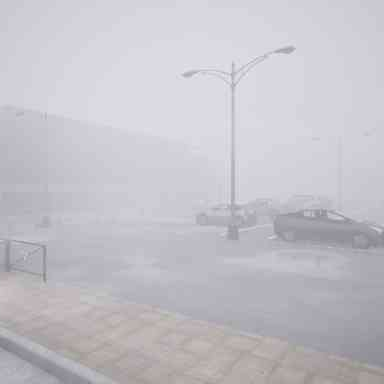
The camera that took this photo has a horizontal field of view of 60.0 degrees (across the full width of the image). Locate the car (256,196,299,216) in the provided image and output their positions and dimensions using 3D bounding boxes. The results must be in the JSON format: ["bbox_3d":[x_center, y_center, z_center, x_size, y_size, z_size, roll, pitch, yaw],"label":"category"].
[{"bbox_3d":[5.563,1.345,26.817,5.027,1.636,2.152,0,0,35],"label":"car"}]

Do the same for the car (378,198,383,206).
[{"bbox_3d":[29.351,1.576,48.383,3.806,1.475,1.970,0,0,35],"label":"car"}]

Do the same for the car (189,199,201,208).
[{"bbox_3d":[1.384,1.702,45.387,1.812,1.442,4.674,0,0,35],"label":"car"}]

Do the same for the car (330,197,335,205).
[{"bbox_3d":[14.218,1.289,39.922,4.605,1.855,1.932,0,0,35],"label":"car"}]

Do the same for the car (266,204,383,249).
[{"bbox_3d":[5.832,1.490,14.331,4.514,1.523,2.007,0,0,35],"label":"car"}]

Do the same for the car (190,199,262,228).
[{"bbox_3d":[2.152,1.424,21.371,3.806,1.475,1.970,0,0,35],"label":"car"}]

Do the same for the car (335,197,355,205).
[{"bbox_3d":[24.976,1.565,55.076,3.633,1.501,1.845,0,0,35],"label":"car"}]

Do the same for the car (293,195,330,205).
[{"bbox_3d":[12.892,1.268,37.304,3.866,1.878,1.905,0,0,35],"label":"car"}]
